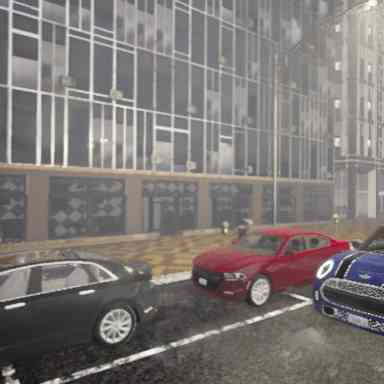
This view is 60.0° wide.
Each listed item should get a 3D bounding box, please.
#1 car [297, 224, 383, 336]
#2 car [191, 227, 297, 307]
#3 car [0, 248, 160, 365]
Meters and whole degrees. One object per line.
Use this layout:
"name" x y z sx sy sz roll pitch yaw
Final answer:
"car" 4.364 1.378 6.390 4.553 1.767 2.097 0 0 -36
"car" 2.052 1.571 8.030 4.507 1.381 1.887 0 0 -36
"car" -2.572 1.559 4.716 4.403 1.369 2.008 0 0 -36
